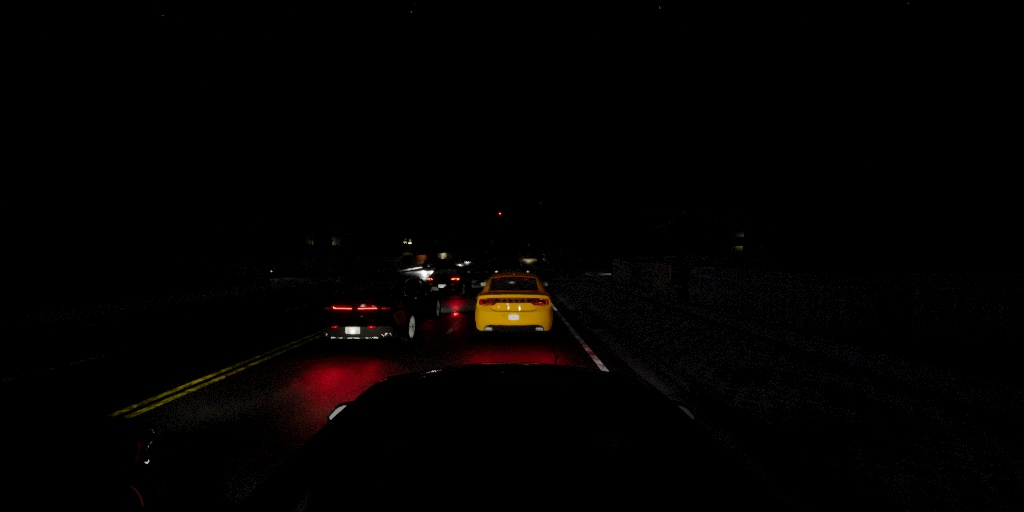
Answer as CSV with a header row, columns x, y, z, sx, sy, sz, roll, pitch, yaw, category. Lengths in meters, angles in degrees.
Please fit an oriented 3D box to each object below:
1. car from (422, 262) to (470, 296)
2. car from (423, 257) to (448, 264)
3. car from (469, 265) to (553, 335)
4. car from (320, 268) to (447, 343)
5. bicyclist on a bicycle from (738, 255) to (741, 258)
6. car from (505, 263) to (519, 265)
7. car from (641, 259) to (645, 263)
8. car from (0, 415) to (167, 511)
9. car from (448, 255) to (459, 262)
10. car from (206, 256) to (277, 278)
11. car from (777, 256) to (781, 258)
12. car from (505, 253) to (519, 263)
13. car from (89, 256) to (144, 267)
x,y,z,sx,sy,sz,roll,pitch,yaw,category
-3.248,1.212,18.924,1.812,1.442,4.674,0,0,1,car
-9.918,0.932,45.183,2.128,1.511,4.902,0,1,0,car
0.062,1.209,10.499,1.882,1.535,5.008,0,0,0,car
-3.190,1.239,9.615,1.837,1.490,4.892,0,0,0,car
18.406,0.782,28.816,0.582,1.620,1.656,0,0,-2,bicyclist on a bicycle
0.008,1.247,19.388,1.994,1.385,4.181,0,0,1,car
12.794,1.011,34.544,5.357,1.411,2.033,-1,1,-6,car
-3.149,1.228,0.205,1.882,1.535,5.008,0,0,0,car
-9.931,0.894,55.175,1.994,1.385,4.181,0,1,0,car
-23.642,0.992,31.204,5.566,2.045,2.150,0,1,2,car
26.714,0.701,34.914,4.553,1.767,2.097,-1,1,-2,car
-0.003,0.491,59.313,2.150,2.045,5.566,0,1,0,car
-34.372,1.061,31.807,5.566,2.045,2.150,0,1,4,car
